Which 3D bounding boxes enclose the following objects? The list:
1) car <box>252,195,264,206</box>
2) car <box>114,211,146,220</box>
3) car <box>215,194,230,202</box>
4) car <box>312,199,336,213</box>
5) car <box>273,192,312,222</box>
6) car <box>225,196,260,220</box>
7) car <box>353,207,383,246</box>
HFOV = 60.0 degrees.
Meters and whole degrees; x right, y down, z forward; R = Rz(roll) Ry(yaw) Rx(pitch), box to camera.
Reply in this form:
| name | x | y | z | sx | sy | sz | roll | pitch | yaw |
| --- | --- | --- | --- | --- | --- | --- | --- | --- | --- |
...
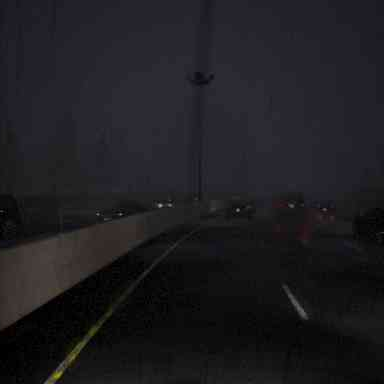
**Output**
| name | x | y | z | sx | sy | sz | roll | pitch | yaw |
| --- | --- | --- | --- | --- | --- | --- | --- | --- | --- |
| car | 9.075 | 1.111 | 46.682 | 1.882 | 1.535 | 5.008 | 0 | 1 | 14 |
| car | -4.455 | 1.298 | 21.625 | 2.128 | 1.511 | 4.902 | 0 | 0 | 13 |
| car | 5.718 | 1.045 | 62.098 | 2.033 | 1.411 | 5.357 | 0 | 0 | 15 |
| car | 13.059 | 1.355 | 33.457 | 1.895 | 1.301 | 4.718 | 0 | 0 | 14 |
| car | 7.279 | 1.033 | 24.724 | 2.150 | 2.045 | 5.566 | 0 | 1 | 14 |
| car | 3.833 | 1.298 | 25.717 | 2.163 | 1.488 | 4.792 | 0 | 1 | 15 |
| car | 8.601 | 1.379 | 14.469 | 1.882 | 1.535 | 5.008 | 0 | 0 | 10 |
